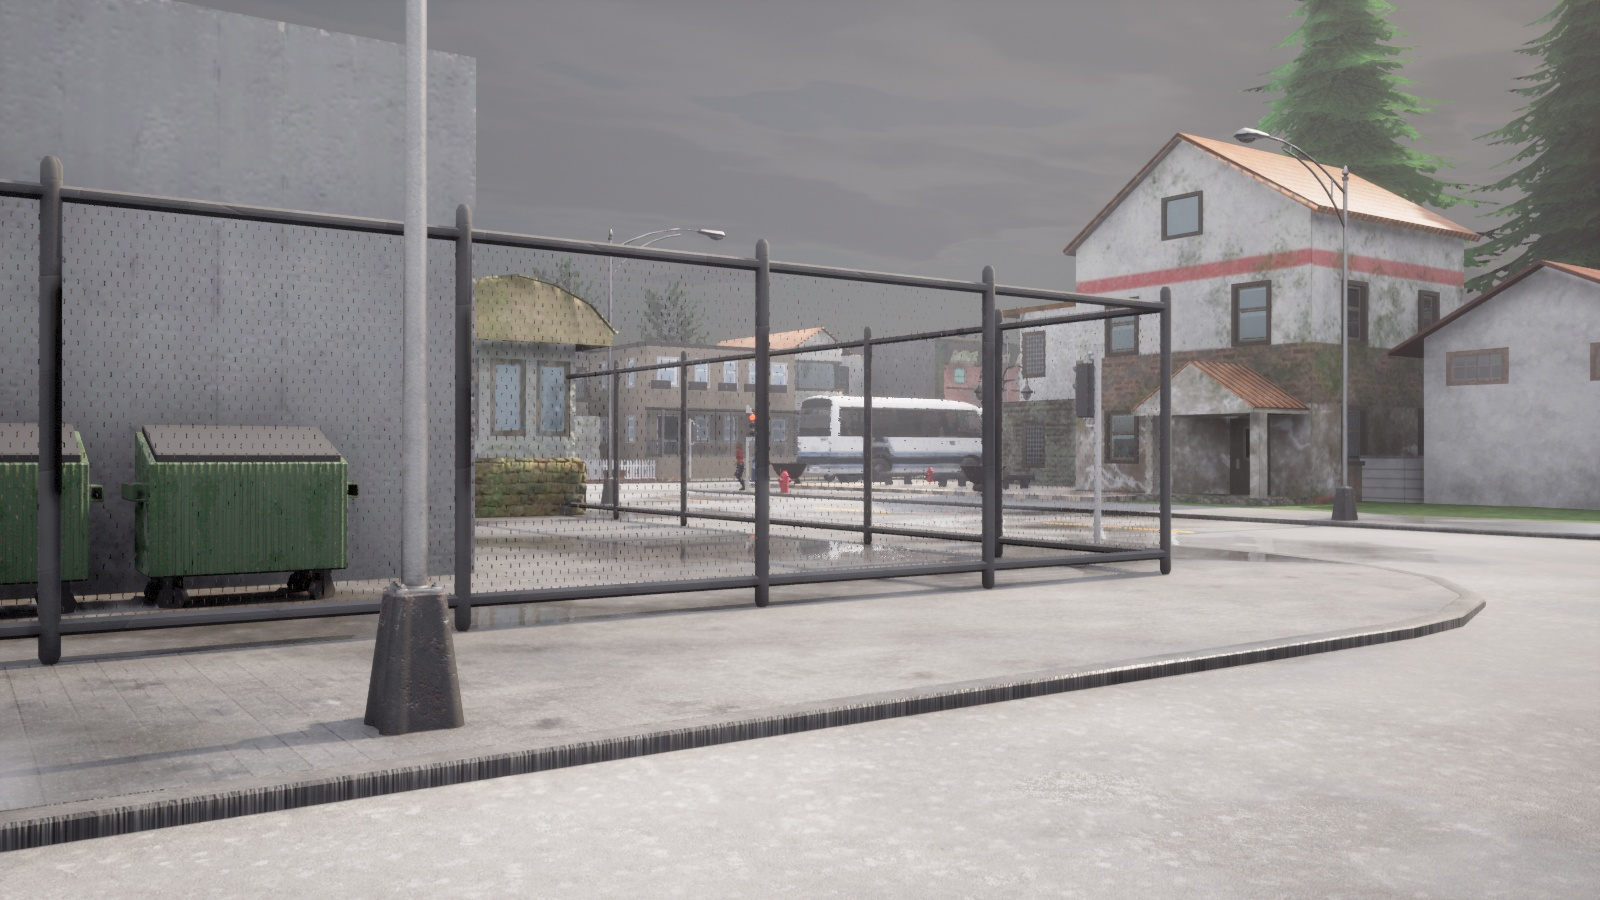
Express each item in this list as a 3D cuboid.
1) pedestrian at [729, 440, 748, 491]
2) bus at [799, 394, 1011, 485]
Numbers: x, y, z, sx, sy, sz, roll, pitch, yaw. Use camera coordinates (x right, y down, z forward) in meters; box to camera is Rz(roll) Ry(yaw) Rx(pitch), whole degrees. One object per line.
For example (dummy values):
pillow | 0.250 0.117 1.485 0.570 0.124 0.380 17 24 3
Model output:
pedestrian | -2.271 0.563 46.106 0.636 1.846 0.331 0 0 -14
bus | 5.349 -0.489 62.913 10.273 4.253 3.944 0 0 -33
